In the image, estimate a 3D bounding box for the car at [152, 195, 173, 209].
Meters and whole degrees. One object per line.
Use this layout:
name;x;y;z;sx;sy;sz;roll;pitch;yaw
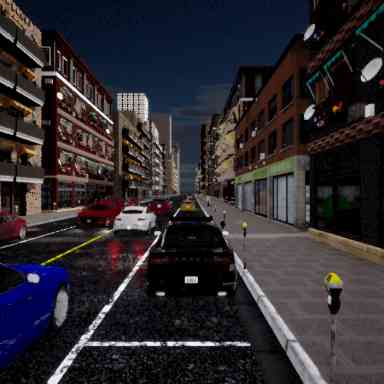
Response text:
car;-3.050;1.351;33.026;2.097;1.767;4.553;0;0;0

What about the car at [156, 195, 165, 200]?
car;-8.834;1.539;93.519;2.008;1.369;4.403;0;0;0

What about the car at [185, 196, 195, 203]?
car;-0.453;1.545;70.970;2.008;1.369;4.403;0;0;0

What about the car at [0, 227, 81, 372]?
car;-3.049;1.478;3.795;1.882;1.535;5.008;0;0;0

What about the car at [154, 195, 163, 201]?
car;-8.834;1.541;87.882;2.008;1.369;4.403;0;0;0

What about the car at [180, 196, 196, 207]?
car;-0.454;1.525;37.323;1.752;1.417;4.829;0;0;0

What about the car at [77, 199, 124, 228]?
car;-6.245;1.478;22.613;1.882;1.535;5.008;0;0;0

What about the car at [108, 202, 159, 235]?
car;-3.143;1.526;18.881;1.812;1.442;4.674;0;0;0

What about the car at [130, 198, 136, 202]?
car;-8.834;1.439;42.793;1.967;1.590;4.097;0;0;0

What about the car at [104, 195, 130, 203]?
car;-8.833;1.314;37.157;2.192;1.841;5.009;0;0;0

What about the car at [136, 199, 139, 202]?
car;-8.834;1.543;48.430;1.887;1.381;4.507;0;0;0

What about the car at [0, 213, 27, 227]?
car;-8.835;1.583;14.612;1.802;1.307;4.206;0;0;0

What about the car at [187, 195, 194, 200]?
car;-0.452;1.513;93.685;1.752;1.417;4.829;0;0;0

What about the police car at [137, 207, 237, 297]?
police car;-0.011;1.425;8.759;1.930;1.638;5.238;0;0;0
